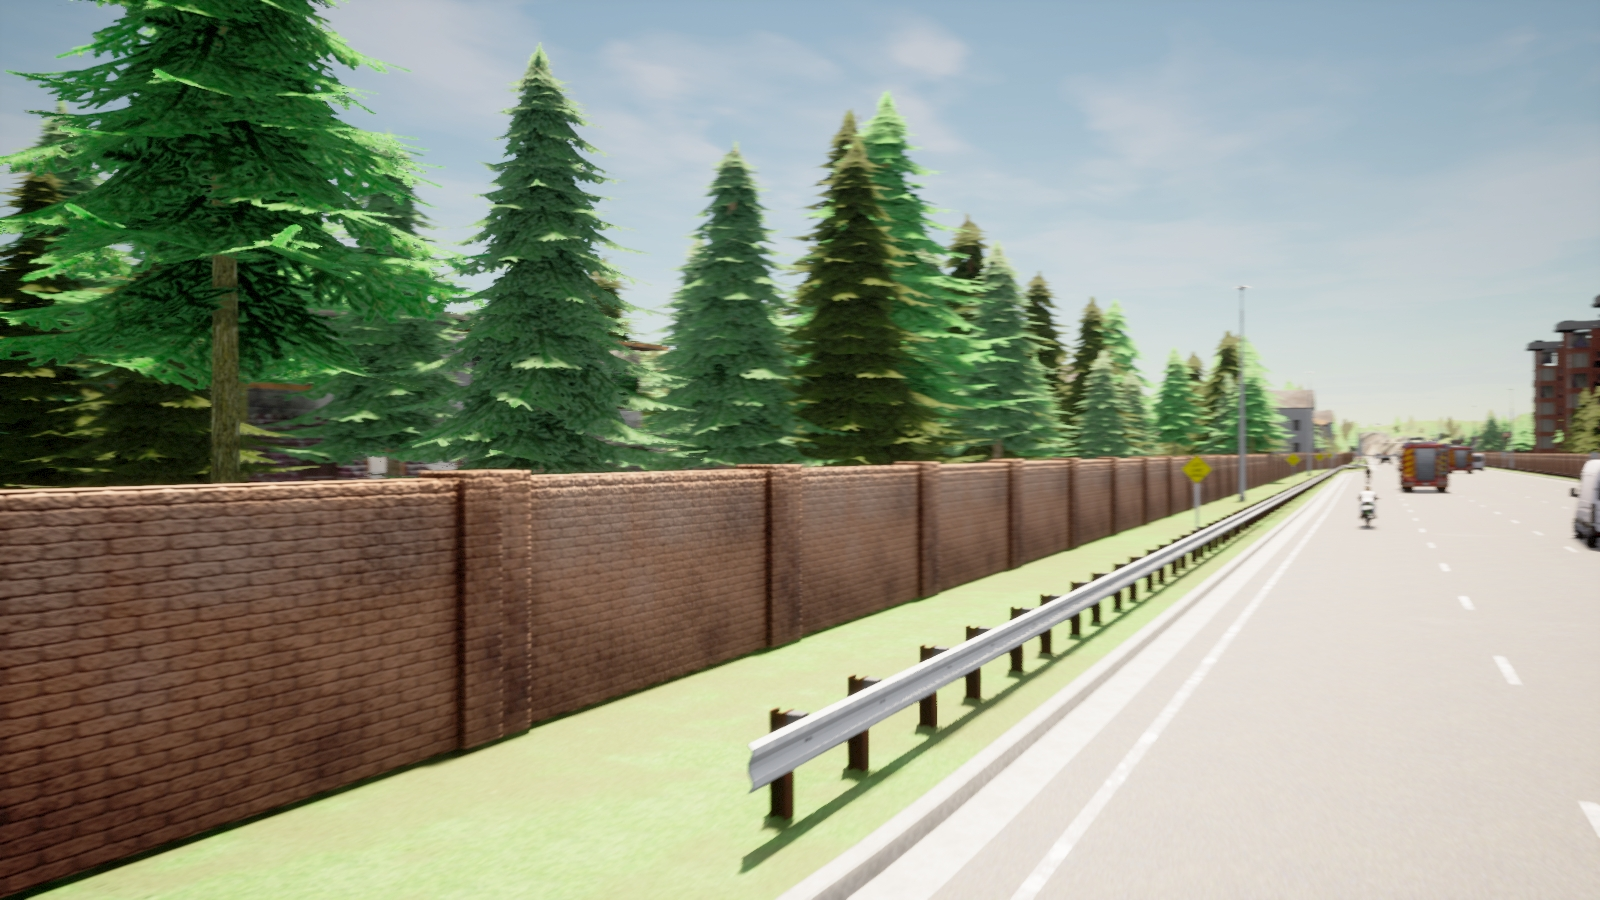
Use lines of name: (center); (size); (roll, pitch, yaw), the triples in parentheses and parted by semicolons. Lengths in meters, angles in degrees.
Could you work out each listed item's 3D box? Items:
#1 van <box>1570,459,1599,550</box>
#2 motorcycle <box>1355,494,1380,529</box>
van: (24.856, 1.578, 34.705); (1.988, 2.561, 5.915); (1, 0, 30)
motorcycle: (21.106, 2.255, 42.465); (0.803, 1.199, 2.033); (0, -1, 27)
